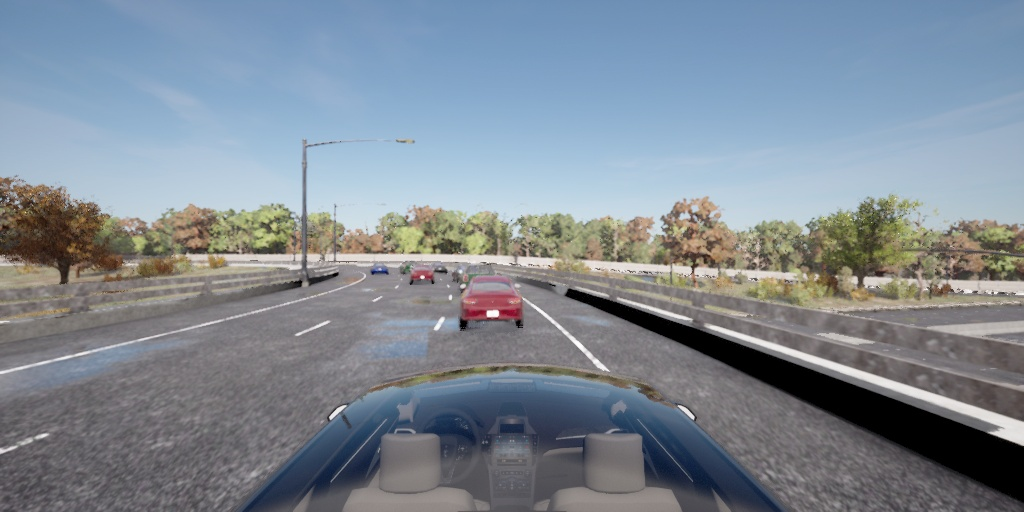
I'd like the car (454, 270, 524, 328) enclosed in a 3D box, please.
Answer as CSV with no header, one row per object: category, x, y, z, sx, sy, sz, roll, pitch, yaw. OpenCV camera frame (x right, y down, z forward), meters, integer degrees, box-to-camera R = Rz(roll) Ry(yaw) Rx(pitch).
car,-0.685,1.331,11.496,1.812,1.442,4.674,0,0,-5

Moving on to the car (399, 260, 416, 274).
car,-12.993,1.357,45.225,2.097,1.767,4.553,0,0,-23

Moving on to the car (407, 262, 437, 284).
car,-7.316,1.435,29.174,1.812,1.442,4.674,0,0,-15

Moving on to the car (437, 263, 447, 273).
car,-9.847,1.574,46.791,1.994,1.385,4.181,0,0,-24

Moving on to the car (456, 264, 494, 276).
car,-1.945,1.209,20.486,2.097,1.767,4.553,0,0,-10

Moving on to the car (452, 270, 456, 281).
car,-3.892,1.460,30.013,2.033,1.411,5.357,0,0,-15

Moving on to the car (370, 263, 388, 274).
car,-16.750,1.569,45.126,1.994,1.385,4.181,0,0,-24
